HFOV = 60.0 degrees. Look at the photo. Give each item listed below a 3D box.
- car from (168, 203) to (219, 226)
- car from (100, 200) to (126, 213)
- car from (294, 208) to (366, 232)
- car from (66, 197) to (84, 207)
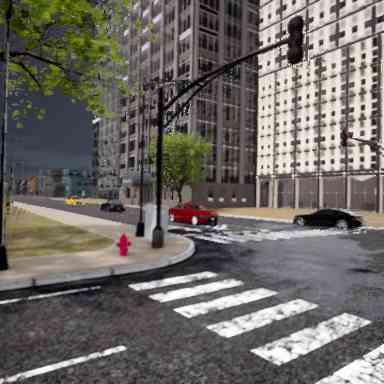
[{"bbox_3d":[0.057,1.598,25.013,1.882,1.535,5.008,2,-1,-34],"label":"car"},{"bbox_3d":[-9.320,1.667,39.057,1.994,1.385,4.181,2,-1,-34],"label":"car"},{"bbox_3d":[9.308,1.826,22.748,4.674,1.442,1.812,0,0,45],"label":"car"},{"bbox_3d":[-18.744,1.483,53.340,1.882,1.535,5.008,2,-1,-34],"label":"car"}]
